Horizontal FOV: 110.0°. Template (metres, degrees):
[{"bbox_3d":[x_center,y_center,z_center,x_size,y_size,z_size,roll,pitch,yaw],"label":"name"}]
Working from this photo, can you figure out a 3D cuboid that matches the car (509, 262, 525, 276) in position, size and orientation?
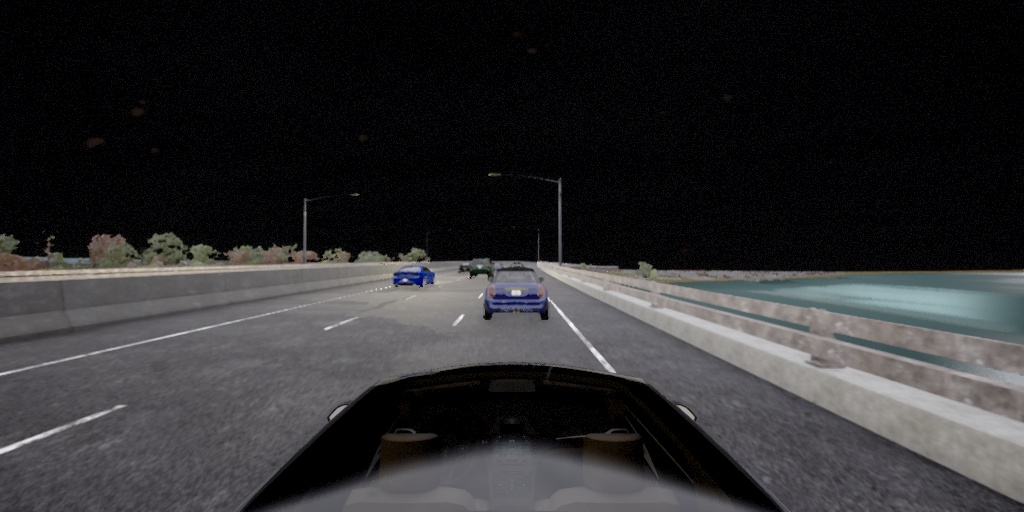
[{"bbox_3d":[0.634,1.578,43.979,1.837,1.490,4.892,0,0,1],"label":"car"}]

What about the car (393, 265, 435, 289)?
[{"bbox_3d":[-6.732,1.398,25.145,1.882,1.535,5.008,0,0,1],"label":"car"}]

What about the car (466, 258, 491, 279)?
[{"bbox_3d":[-3.028,1.235,37.064,2.150,2.045,5.566,0,-1,1],"label":"car"}]

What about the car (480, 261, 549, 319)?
[{"bbox_3d":[0.150,1.183,13.322,2.097,1.767,4.553,0,-1,0],"label":"car"}]

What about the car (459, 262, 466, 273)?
[{"bbox_3d":[-6.196,1.605,50.482,1.882,1.535,5.008,0,0,2],"label":"car"}]
